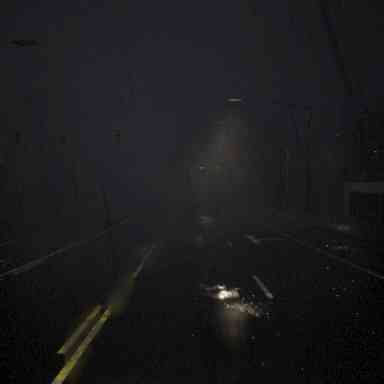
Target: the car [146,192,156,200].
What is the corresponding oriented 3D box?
[{"bbox_3d":[-10.496,0.946,85.360,2.150,2.045,5.566,0,0,0],"label":"car"}]
